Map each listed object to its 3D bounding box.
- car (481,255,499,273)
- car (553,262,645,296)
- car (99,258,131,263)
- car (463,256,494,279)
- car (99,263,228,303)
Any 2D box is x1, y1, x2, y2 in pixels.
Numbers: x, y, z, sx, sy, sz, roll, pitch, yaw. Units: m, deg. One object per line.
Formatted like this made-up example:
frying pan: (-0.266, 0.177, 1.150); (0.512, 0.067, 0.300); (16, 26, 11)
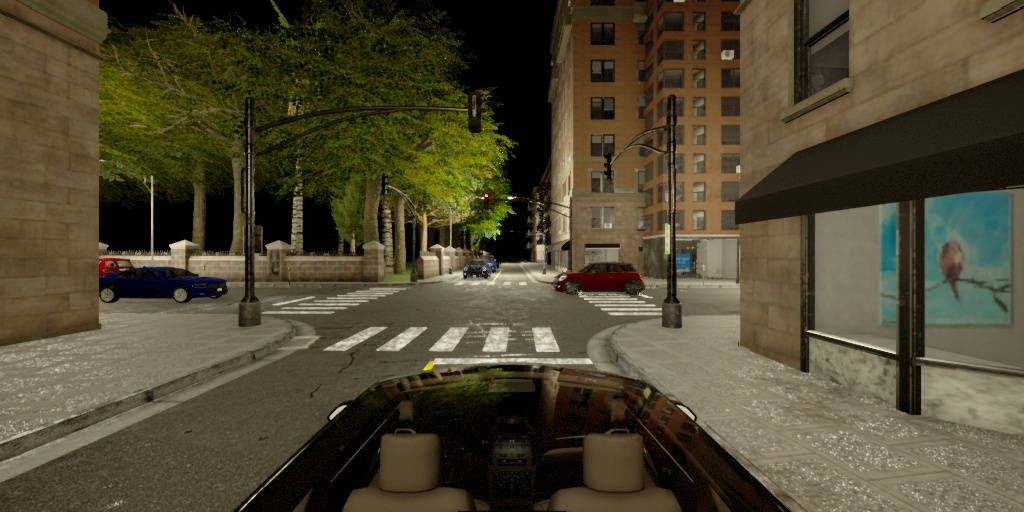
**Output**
car: (-3.043, 0.931, 42.748); (2.150, 2.045, 5.566); (0, 0, 0)
car: (4.447, 1.107, 18.845); (4.553, 1.767, 2.097); (0, 0, 1)
car: (-25.925, 1.035, 21.825); (5.009, 1.841, 2.192); (0, 0, 1)
car: (-3.093, 1.083, 32.212); (2.097, 1.767, 4.553); (0, 0, 1)
car: (-15.473, 1.212, 15.908); (5.008, 1.535, 1.882); (0, 0, 0)
